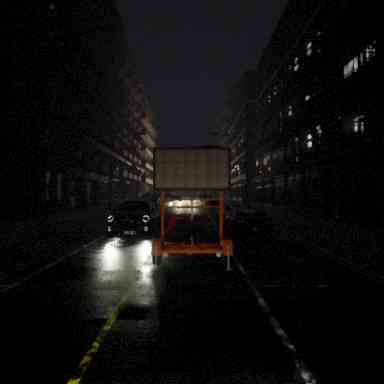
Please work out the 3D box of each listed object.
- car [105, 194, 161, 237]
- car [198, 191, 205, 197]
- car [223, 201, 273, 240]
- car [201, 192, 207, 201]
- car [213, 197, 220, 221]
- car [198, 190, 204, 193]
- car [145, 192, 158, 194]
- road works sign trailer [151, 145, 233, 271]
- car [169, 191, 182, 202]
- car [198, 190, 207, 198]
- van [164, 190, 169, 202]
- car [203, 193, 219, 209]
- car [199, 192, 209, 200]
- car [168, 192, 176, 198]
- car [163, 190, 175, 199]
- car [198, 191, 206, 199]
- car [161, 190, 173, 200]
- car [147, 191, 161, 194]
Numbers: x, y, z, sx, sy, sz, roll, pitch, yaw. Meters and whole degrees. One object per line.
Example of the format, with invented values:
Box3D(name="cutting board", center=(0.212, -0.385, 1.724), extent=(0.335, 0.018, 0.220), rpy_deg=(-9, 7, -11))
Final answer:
Box3D(name="car", center=(-2.842, 1.161, 16.723), extent=(2.097, 1.767, 4.553), rpy_deg=(0, 1, 0))
Box3D(name="car", center=(2.585, 0.563, 93.232), extent=(1.967, 1.590, 4.097), rpy_deg=(1, 0, 0))
Box3D(name="car", center=(2.591, 1.363, 15.803), extent=(1.887, 1.381, 4.507), rpy_deg=(1, 1, 0))
Box3D(name="car", center=(2.600, 1.087, 43.456), extent=(2.008, 1.369, 4.403), rpy_deg=(1, 1, 0))
Box3D(name="car", center=(2.593, 1.282, 21.505), extent=(1.752, 1.417, 4.829), rpy_deg=(1, 1, 0))
Box3D(name="car", center=(2.608, 0.881, 65.577), extent=(1.887, 1.381, 4.507), rpy_deg=(1, 0, 0))
Box3D(name="car", center=(-5.281, 1.117, 37.820), extent=(1.752, 1.417, 4.829), rpy_deg=(2, 1, 0))
Box3D(name="road works sign trailer", center=(0.001, 0.342, 10.459), extent=(2.380, 3.560, 2.880), rpy_deg=(0, 1, 0))
Box3D(name="car", center=(-2.798, 1.004, 57.730), extent=(1.895, 1.301, 4.718), rpy_deg=(0, 1, 0))
Box3D(name="car", center=(2.585, 0.518, 82.168), extent=(2.192, 1.841, 5.009), rpy_deg=(1, 0, 0))
Box3D(name="van", center=(-5.271, 0.773, 54.578), extent=(1.690, 1.788, 3.998), rpy_deg=(2, 1, 0))
Box3D(name="car", center=(2.598, 1.135, 37.924), extent=(1.887, 1.381, 4.507), rpy_deg=(1, 1, 0))
Box3D(name="car", center=(2.620, 0.731, 71.108), extent=(1.967, 1.590, 4.097), rpy_deg=(1, 0, 0))
Box3D(name="car", center=(-5.265, 0.728, 87.764), extent=(1.947, 1.339, 4.313), rpy_deg=(1, 0, 0))
Box3D(name="car", center=(-5.263, 0.561, 76.699), extent=(2.192, 1.841, 5.009), rpy_deg=(1, 0, 0))
Box3D(name="car", center=(2.606, 0.928, 60.047), extent=(1.887, 1.381, 4.507), rpy_deg=(1, 0, 0))
Box3D(name="car", center=(-5.265, 0.606, 71.170), extent=(2.192, 1.841, 5.009), rpy_deg=(1, 0, 0))
Box3D(name="car", center=(-5.274, 0.851, 43.519), extent=(2.192, 1.841, 5.009), rpy_deg=(2, 1, 0))
